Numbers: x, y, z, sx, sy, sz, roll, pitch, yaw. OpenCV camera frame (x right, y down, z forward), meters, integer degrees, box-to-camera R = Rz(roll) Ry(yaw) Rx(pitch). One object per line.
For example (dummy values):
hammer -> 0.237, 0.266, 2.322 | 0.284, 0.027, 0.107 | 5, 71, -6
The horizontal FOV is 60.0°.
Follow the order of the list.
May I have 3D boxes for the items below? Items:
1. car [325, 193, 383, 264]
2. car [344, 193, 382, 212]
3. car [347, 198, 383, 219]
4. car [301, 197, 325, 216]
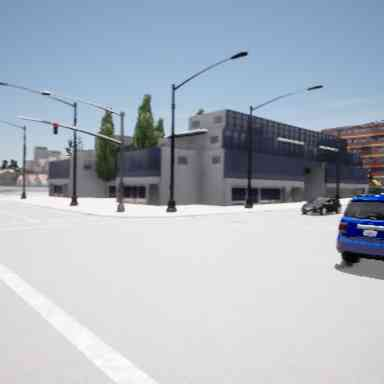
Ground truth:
car -> 6.542, 1.145, 10.293 | 5.566, 2.045, 2.150 | 0, 1, -42
car -> 18.217, 1.019, 35.255 | 4.553, 1.767, 2.097 | -1, 2, -42
car -> 14.732, 1.274, 27.407 | 4.892, 1.490, 1.837 | 0, 1, -42
car -> 11.378, 1.204, 29.106 | 4.892, 1.490, 1.837 | 0, 1, -43
